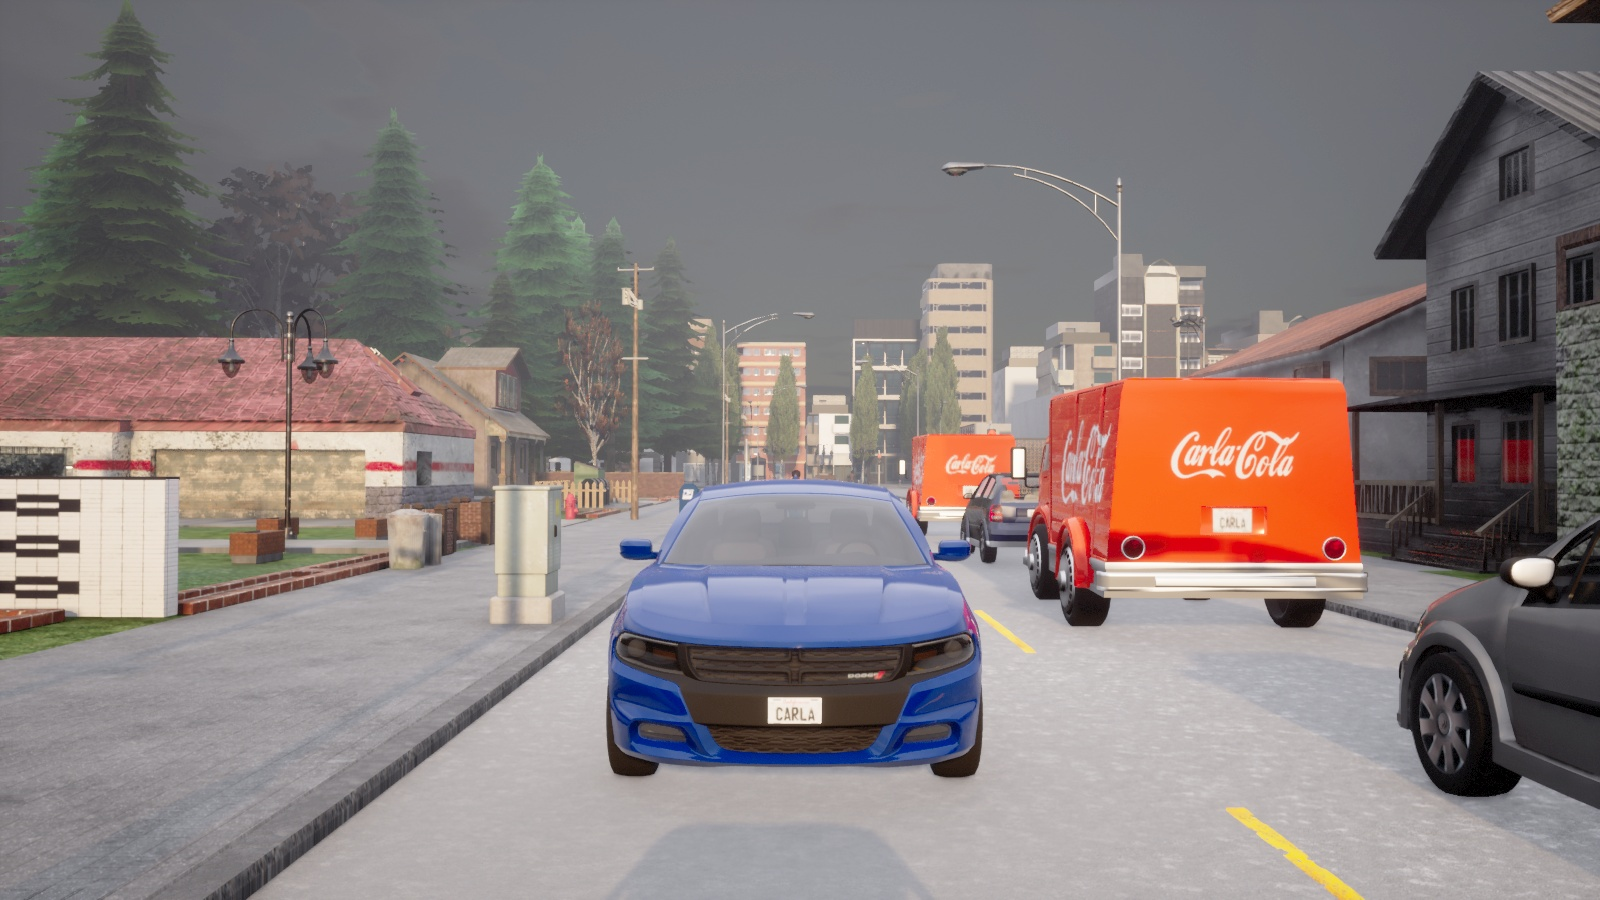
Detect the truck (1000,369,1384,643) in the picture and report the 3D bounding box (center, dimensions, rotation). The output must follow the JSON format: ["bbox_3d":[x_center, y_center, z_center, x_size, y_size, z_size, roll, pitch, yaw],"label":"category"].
[{"bbox_3d":[3.953,0.546,13.944,2.627,2.467,5.204,0,-1,0],"label":"truck"}]

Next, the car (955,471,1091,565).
[{"bbox_3d":[3.938,1.158,22.732,1.789,1.549,3.705,0,-1,0],"label":"car"}]

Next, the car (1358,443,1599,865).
[{"bbox_3d":[3.986,0.778,4.864,1.851,1.617,3.988,0,-1,0],"label":"car"}]

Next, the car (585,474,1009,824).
[{"bbox_3d":[-0.024,0.928,8.083,1.882,1.535,5.008,0,-1,0],"label":"car"}]

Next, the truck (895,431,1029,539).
[{"bbox_3d":[3.919,0.840,31.491,2.627,2.467,5.204,0,-1,-1],"label":"truck"}]
